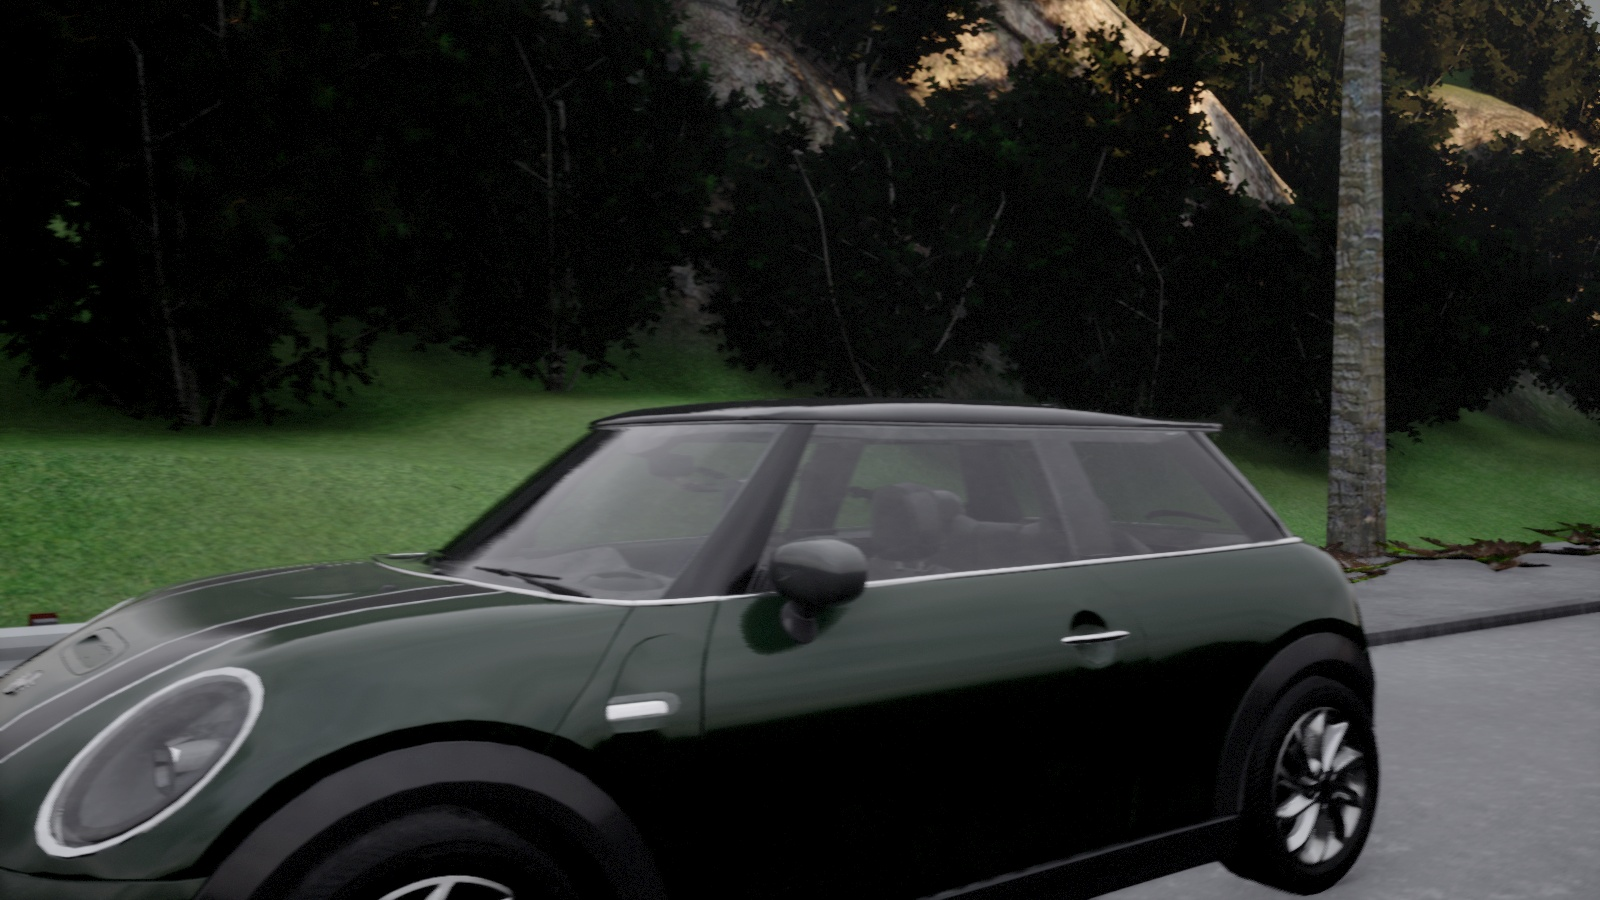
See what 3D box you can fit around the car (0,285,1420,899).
[{"bbox_3d":[-0.246,0.614,4.079,4.553,1.767,2.097,0,0,-35],"label":"car"}]
